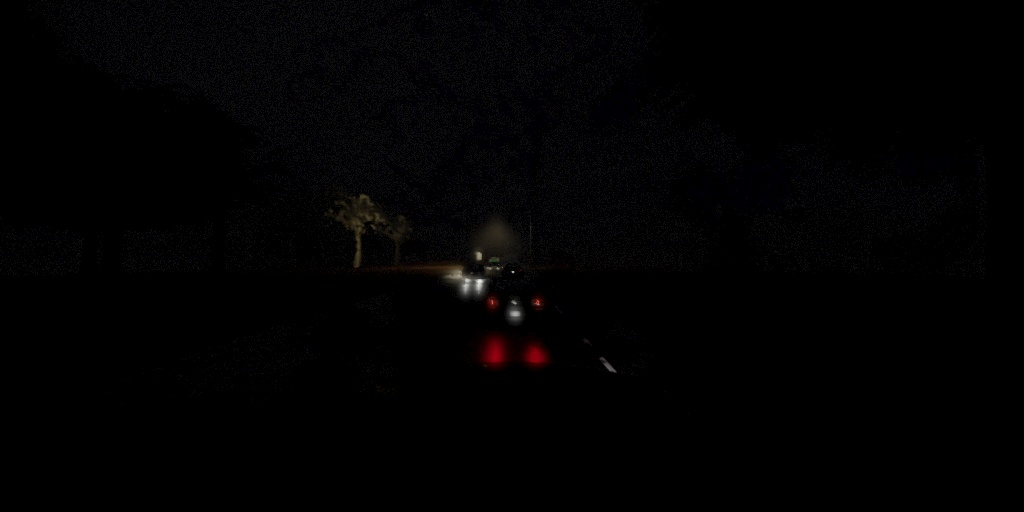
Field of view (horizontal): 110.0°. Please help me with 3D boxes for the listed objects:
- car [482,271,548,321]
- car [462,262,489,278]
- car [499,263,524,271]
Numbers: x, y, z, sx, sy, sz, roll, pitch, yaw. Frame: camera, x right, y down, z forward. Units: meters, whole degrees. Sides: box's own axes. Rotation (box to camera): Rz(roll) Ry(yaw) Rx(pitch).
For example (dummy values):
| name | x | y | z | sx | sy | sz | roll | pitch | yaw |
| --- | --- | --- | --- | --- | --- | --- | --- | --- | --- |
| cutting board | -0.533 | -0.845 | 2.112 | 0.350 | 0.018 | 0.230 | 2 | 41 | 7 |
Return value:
| name | x | y | z | sx | sy | sz | roll | pitch | yaw |
| --- | --- | --- | --- | --- | --- | --- | --- | --- | --- |
| car | 0.103 | 1.361 | 12.430 | 1.895 | 1.301 | 4.718 | 0 | 0 | 0 |
| car | -3.605 | 1.380 | 34.480 | 1.994 | 1.385 | 4.181 | 0 | 0 | 0 |
| car | 0.088 | 1.376 | 33.352 | 1.994 | 1.385 | 4.181 | 0 | 0 | 0 |
